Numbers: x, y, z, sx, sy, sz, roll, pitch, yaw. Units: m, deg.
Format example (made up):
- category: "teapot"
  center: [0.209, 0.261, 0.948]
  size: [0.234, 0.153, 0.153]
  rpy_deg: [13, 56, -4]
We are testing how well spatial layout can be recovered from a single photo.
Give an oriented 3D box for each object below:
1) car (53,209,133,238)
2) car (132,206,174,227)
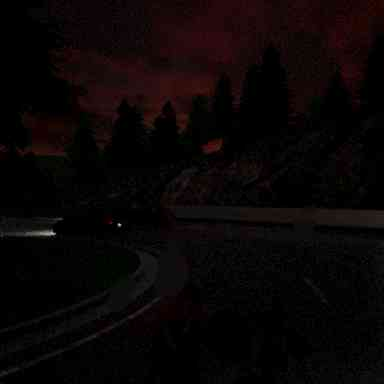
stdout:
- category: "car"
  center: [-5.844, 1.790, 19.024]
  size: [4.181, 1.385, 1.994]
  rpy_deg: [0, -1, 22]
- category: "car"
  center: [-3.792, 1.792, 25.662]
  size: [4.902, 1.511, 2.128]
  rpy_deg: [0, -1, 21]
